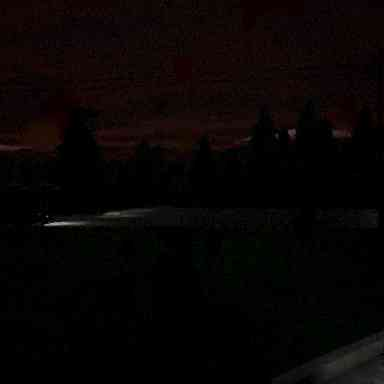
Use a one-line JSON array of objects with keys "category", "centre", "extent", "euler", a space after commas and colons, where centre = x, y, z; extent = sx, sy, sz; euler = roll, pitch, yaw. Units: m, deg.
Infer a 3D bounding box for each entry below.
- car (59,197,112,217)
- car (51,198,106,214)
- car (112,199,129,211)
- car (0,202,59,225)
[{"category": "car", "centre": [-10.122, 1.348, 29.583], "extent": [5.008, 1.535, 1.882], "euler": [0, 0, 6]}, {"category": "car", "centre": [-11.254, 1.359, 33.211], "extent": [4.892, 1.490, 1.837], "euler": [0, 0, 6]}, {"category": "car", "centre": [-9.430, 1.301, 36.548], "extent": [5.008, 1.535, 1.882], "euler": [0, 0, 6]}, {"category": "car", "centre": [-11.775, 1.486, 22.713], "extent": [4.181, 1.385, 1.994], "euler": [0, 0, 6]}]
